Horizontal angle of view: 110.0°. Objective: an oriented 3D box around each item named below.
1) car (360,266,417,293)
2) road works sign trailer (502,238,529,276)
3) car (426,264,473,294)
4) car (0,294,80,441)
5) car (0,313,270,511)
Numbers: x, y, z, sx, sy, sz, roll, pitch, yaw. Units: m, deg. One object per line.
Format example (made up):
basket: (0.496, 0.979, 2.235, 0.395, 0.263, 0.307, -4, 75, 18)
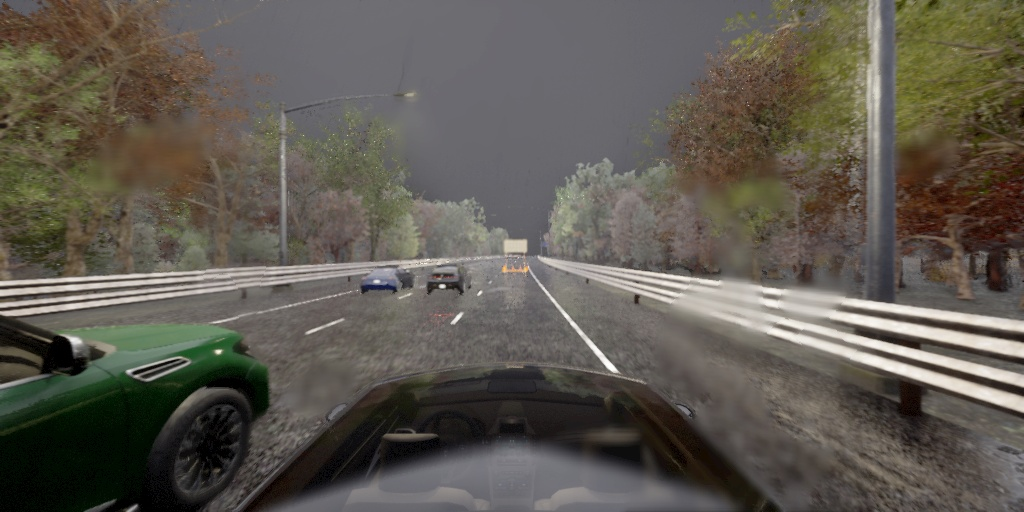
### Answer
car: (-6.786, 1.243, 20.066, 1.994, 1.385, 4.181, 0, 0, 1)
road works sign trailer: (0.321, 0.082, 34.801, 2.380, 3.560, 2.880, 0, 0, 2)
car: (-3.298, 1.187, 19.505, 1.837, 1.490, 4.892, 0, 0, 1)
car: (-6.777, 0.910, 2.145, 2.128, 1.511, 4.902, 11, -7, 1)
car: (-3.472, 1.017, 1.123, 2.150, 2.045, 5.566, -1, 2, 1)
